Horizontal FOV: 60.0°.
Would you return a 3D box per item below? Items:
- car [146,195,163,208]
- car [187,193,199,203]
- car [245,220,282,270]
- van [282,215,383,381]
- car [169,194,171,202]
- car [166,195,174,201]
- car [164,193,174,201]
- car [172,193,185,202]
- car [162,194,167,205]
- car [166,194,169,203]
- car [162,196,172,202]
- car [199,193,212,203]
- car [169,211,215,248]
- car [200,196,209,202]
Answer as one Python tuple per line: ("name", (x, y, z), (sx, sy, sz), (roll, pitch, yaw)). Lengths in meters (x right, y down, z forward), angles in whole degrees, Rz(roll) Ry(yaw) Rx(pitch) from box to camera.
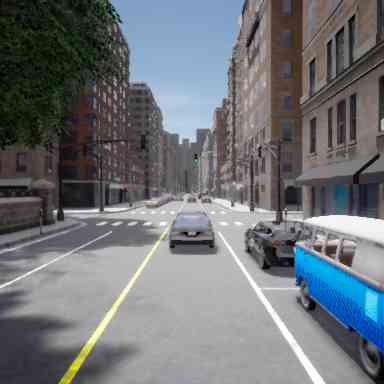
("car", (-5.669, 1.497, 48.670), (1.752, 1.417, 4.829), (0, 0, 0))
("car", (0.000, 1.466, 67.988), (2.128, 1.511, 4.902), (0, 0, 0))
("car", (2.856, 1.562, 10.851), (1.947, 1.339, 4.313), (0, 0, 0))
("van", (2.855, 1.339, 5.191), (1.690, 1.788, 3.998), (0, 0, 0))
("car", (-5.669, 1.514, 65.192), (1.887, 1.381, 4.507), (0, 0, 0))
("car", (-5.669, 1.503, 86.825), (1.752, 1.417, 4.829), (0, 0, 0))
("car", (-5.670, 1.289, 81.545), (2.192, 1.841, 5.009), (0, 0, 0))
("car", (-3.000, 1.286, 75.099), (2.097, 1.767, 4.553), (0, 0, 0))
("car", (-5.669, 1.521, 54.290), (2.008, 1.369, 4.403), (0, 0, 0))
("car", (-5.669, 1.514, 59.741), (1.887, 1.381, 4.507), (0, 0, 0))
("car", (-5.669, 1.523, 76.094), (2.008, 1.369, 4.403), (0, 0, 0))
("car", (2.855, 1.410, 65.228), (1.967, 1.590, 4.097), (0, 0, 0))
("car", (0.000, 1.559, 14.649), (2.033, 1.411, 5.357), (0, 0, 0))
("car", (2.856, 1.523, 76.125), (2.008, 1.369, 4.403), (0, 0, 0))
